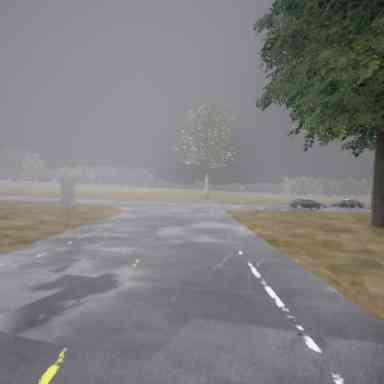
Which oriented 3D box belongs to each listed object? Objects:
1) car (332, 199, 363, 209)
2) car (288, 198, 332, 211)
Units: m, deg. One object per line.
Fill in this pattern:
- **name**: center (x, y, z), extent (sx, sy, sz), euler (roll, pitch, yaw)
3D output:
- **car**: center (23.100, 1.860, 50.228), extent (4.892, 1.490, 1.837), euler (0, 0, 1)
- **car**: center (15.125, 1.600, 43.395), extent (4.892, 1.490, 1.837), euler (2, 0, 1)
